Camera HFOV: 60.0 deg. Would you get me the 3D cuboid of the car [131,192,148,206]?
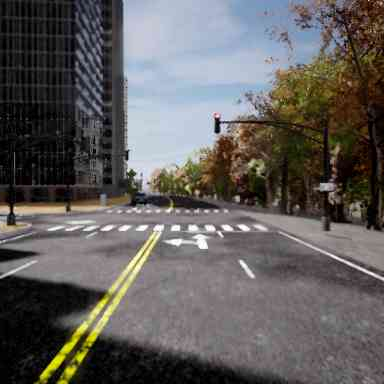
[{"bbox_3d":[-7.945,1.059,50.629,2.150,2.045,5.566,0,2,-3],"label":"car"}]
